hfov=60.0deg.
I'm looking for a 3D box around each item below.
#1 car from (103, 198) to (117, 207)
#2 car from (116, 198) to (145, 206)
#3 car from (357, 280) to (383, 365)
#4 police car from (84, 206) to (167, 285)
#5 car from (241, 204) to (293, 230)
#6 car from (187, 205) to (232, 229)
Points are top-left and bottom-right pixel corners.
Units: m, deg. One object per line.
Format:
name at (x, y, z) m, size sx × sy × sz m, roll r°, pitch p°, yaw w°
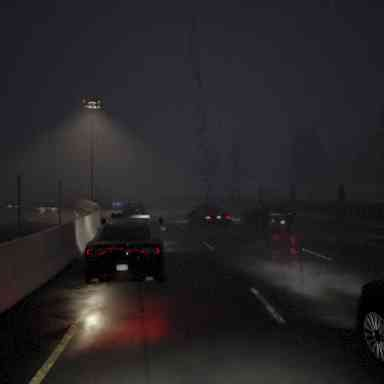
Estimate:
car at (-10.257, 1.538, 43.648) m, size 2.033 × 1.411 × 5.357 m, roll 0°, pitch 0°, yaw -26°
car at (-5.894, 1.484, 33.149) m, size 2.128 × 1.511 × 4.902 m, roll 0°, pitch 0°, yaw -20°
car at (3.368, 1.491, 2.910) m, size 2.128 × 1.511 × 4.902 m, roll 0°, pitch 0°, yaw -2°
police car at (-1.780, 1.423, 9.742) m, size 1.930 × 1.638 × 5.238 m, roll 0°, pitch 0°, yaw -6°
car at (4.652, 1.487, 21.192) m, size 2.128 × 1.511 × 4.902 m, roll 0°, pitch 0°, yaw -11°
car at (1.008, 1.542, 21.859) m, size 2.033 × 1.411 × 5.357 m, roll 0°, pitch 0°, yaw -13°
